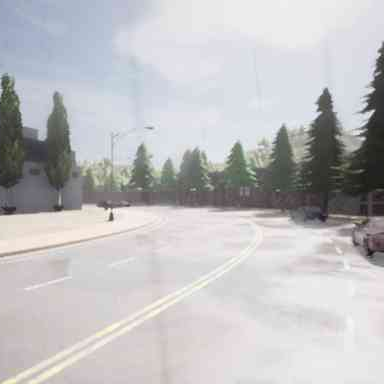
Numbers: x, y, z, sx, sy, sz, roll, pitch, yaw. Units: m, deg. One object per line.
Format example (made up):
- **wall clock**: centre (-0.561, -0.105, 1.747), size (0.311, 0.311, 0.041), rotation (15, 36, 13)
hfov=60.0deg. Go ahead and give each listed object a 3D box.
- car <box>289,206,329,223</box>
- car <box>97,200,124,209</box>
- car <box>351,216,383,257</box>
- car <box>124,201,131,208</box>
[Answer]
- **car**: centre (10.012, 1.908, 28.937), size (1.895, 1.301, 4.718), rotation (0, -1, -1)
- **car**: centre (-14.895, 2.141, 59.308), size (5.008, 1.535, 1.882), rotation (-1, -1, 41)
- **car**: centre (7.597, 1.663, 13.142), size (1.812, 1.442, 4.674), rotation (0, 0, 17)
- **car**: centre (-13.349, 2.262, 62.596), size (4.181, 1.385, 1.994), rotation (-1, -1, 40)
